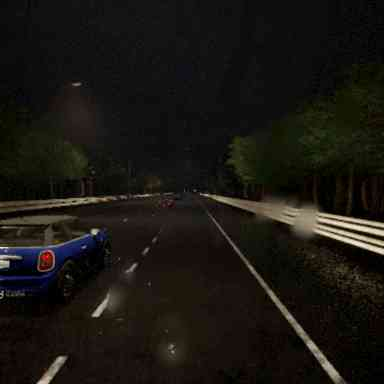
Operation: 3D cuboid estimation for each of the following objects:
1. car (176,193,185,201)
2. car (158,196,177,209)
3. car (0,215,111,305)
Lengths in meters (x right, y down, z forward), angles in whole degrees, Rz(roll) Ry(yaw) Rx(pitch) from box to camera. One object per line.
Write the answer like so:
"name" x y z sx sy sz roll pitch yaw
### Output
"car" -3.524 1.464 85.117 1.994 1.385 4.181 0 0 0
"car" -3.514 1.562 45.462 1.895 1.301 4.718 0 0 0
"car" -3.504 1.353 8.265 2.097 1.767 4.553 0 0 0
